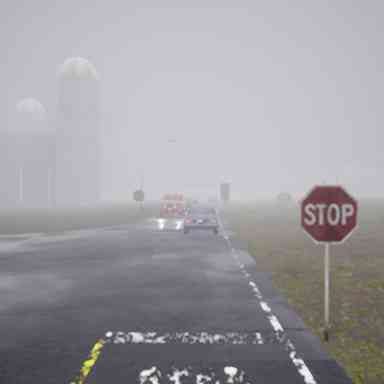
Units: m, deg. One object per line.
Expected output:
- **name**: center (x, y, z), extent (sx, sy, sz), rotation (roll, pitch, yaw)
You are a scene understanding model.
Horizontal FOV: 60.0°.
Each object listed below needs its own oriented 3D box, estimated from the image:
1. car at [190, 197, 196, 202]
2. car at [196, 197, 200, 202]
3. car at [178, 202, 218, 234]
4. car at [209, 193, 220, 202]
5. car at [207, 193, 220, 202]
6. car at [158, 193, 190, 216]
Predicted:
- **car**: center (-0.976, 1.461, 41.573), extent (1.994, 1.385, 4.181), rotation (0, 0, 5)
- **car**: center (0.160, 1.422, 53.306), extent (1.994, 1.385, 4.181), rotation (0, 0, 6)
- **car**: center (0.533, 1.506, 19.070), extent (2.033, 1.411, 5.357), rotation (0, 0, 2)
- **car**: center (4.830, 1.081, 71.279), extent (2.097, 1.767, 4.553), rotation (0, 0, 6)
- **car**: center (3.806, 1.320, 61.325), extent (2.128, 1.511, 4.902), rotation (0, 0, 6)
- **car**: center (-1.737, 1.149, 31.615), extent (2.150, 2.045, 5.566), rotation (0, 0, 4)
